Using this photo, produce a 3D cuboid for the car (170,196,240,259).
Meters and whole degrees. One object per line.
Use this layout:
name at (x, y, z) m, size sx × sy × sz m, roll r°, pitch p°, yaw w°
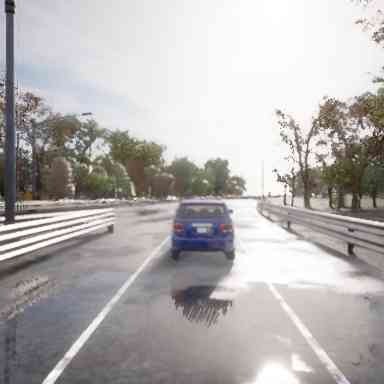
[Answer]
car at (0.461, 1.267, 12.925) m, size 2.150 × 2.045 × 5.566 m, roll 0°, pitch 0°, yaw 3°
